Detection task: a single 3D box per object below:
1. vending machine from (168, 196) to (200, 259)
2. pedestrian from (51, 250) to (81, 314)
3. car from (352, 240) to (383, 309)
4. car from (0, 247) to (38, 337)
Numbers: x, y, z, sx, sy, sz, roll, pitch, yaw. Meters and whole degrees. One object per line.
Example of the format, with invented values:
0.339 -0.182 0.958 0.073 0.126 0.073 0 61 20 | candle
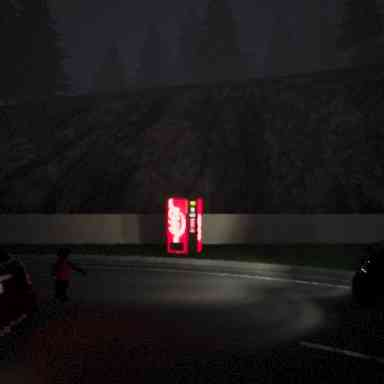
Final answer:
-0.263 1.195 11.787 0.880 2.100 1.100 0 0 14 | vending machine
-2.321 1.293 6.023 0.375 1.860 0.375 0 0 11 | pedestrian
5.368 1.224 4.670 5.566 2.045 2.150 0 0 39 | car
-4.762 1.350 4.717 4.553 1.767 2.097 0 0 6 | car
